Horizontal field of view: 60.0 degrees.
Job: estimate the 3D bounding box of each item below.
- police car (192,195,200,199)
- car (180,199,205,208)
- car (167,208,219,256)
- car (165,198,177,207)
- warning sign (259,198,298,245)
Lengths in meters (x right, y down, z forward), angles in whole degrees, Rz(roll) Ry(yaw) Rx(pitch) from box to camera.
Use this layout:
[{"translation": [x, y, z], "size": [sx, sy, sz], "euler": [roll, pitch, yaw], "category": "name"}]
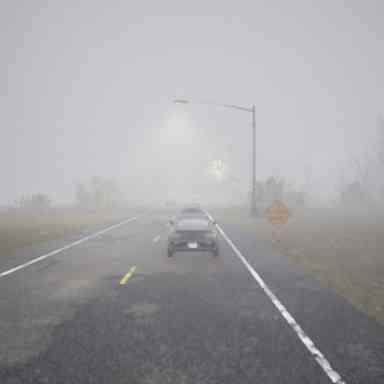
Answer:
[{"translation": [1.032, 1.806, 89.874], "size": [1.930, 1.638, 5.238], "euler": [0, 0, 0], "category": "police car"}, {"translation": [0.040, 1.634, 27.539], "size": [1.837, 1.490, 4.892], "euler": [0, 0, 1], "category": "car"}, {"translation": [0.047, 1.588, 13.207], "size": [1.812, 1.442, 4.674], "euler": [0, 0, 0], "category": "car"}, {"translation": [-3.562, 1.803, 57.789], "size": [2.033, 1.411, 5.357], "euler": [0, 0, 1], "category": "car"}, {"translation": [3.533, 1.181, 13.774], "size": [1.300, 1.860, 1.060], "euler": [-1, -1, 0], "category": "warning sign"}]
